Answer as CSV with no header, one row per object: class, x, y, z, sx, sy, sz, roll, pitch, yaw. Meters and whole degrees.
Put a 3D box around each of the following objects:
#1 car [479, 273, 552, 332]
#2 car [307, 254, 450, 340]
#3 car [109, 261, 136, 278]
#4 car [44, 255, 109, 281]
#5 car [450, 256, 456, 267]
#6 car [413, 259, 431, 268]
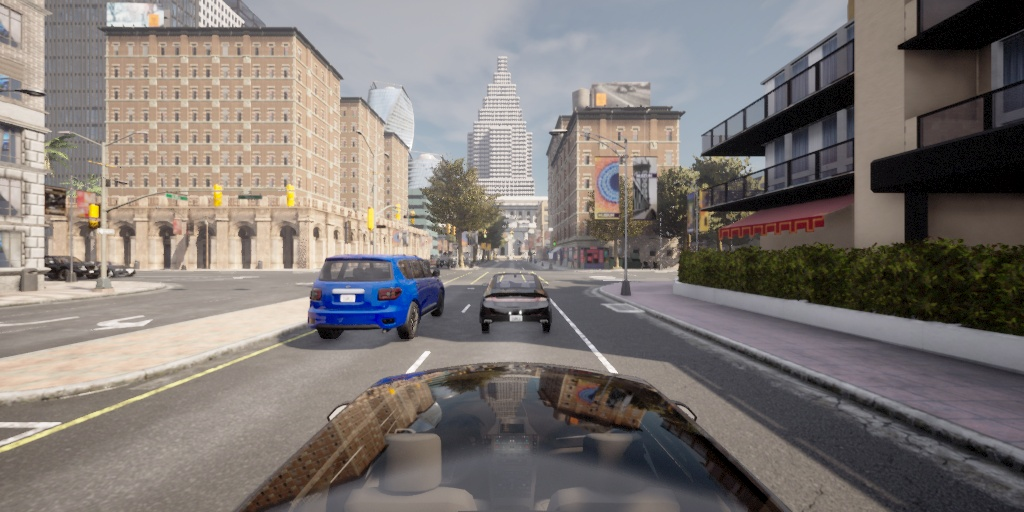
car,0.100,1.243,10.823,2.128,1.511,4.902,0,0,0
car,-3.403,0.973,10.122,2.150,2.045,5.566,0,0,0
car,-38.289,1.245,33.678,4.902,1.511,2.128,0,0,0
car,-38.136,0.975,30.160,5.566,2.045,2.150,0,0,0
car,-11.536,0.979,61.751,2.150,2.045,5.566,0,0,0
car,-15.038,1.262,60.322,1.837,1.490,4.892,0,0,0
